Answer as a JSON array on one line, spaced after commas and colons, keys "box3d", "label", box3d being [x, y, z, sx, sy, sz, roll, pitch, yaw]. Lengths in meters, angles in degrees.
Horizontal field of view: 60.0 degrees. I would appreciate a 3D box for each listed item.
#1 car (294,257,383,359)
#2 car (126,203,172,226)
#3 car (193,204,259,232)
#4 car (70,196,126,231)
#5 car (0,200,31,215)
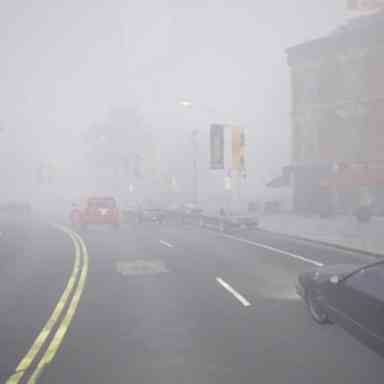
[{"box3d": [3.183, 1.509, 4.076, 2.033, 1.411, 5.357, -1, 0, -7], "label": "car"}, {"box3d": [-3.593, 1.495, 23.457, 2.128, 1.511, 4.902, 0, 0, -29], "label": "car"}, {"box3d": [1.968, 1.547, 19.898, 1.895, 1.301, 4.718, -1, 0, -21], "label": "car"}, {"box3d": [-6.246, 1.256, 21.125, 2.150, 2.045, 5.566, -1, 0, -28], "label": "car"}, {"box3d": [-19.431, 1.625, 36.471, 5.008, 1.535, 1.882, 0, 0, 41], "label": "car"}]
